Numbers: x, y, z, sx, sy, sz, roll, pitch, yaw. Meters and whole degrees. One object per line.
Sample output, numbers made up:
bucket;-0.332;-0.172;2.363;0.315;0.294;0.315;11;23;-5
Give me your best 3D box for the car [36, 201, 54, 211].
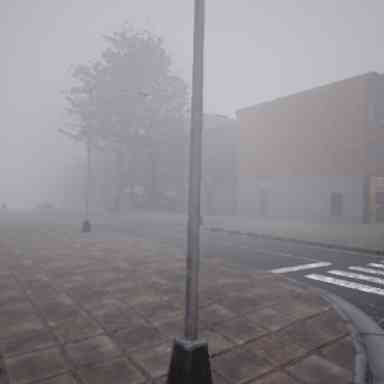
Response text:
car;-23.006;2.129;52.087;1.837;1.490;4.892;2;-2;-35
